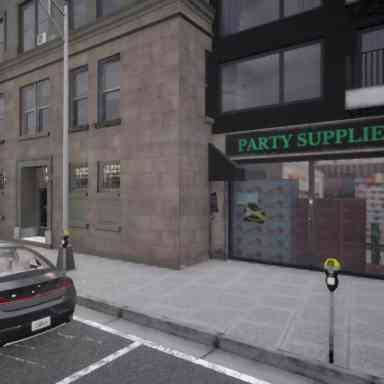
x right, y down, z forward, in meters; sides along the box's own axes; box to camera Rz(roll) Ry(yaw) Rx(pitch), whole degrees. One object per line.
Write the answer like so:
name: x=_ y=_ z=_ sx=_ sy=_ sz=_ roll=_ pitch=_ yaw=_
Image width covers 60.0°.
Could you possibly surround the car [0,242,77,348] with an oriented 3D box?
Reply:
car: x=-3.829 y=1.551 z=5.773 sx=4.403 sy=1.369 sz=2.008 roll=0 pitch=0 yaw=35
